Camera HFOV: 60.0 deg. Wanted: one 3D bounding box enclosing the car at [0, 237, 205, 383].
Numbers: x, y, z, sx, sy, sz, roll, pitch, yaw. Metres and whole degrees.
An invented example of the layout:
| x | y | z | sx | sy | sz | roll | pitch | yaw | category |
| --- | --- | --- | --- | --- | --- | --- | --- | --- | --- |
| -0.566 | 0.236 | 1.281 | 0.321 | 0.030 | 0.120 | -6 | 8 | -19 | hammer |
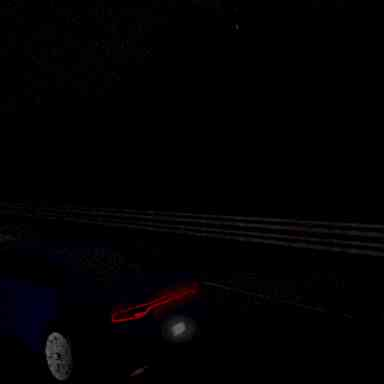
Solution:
| x | y | z | sx | sy | sz | roll | pitch | yaw | category |
| --- | --- | --- | --- | --- | --- | --- | --- | --- | --- |
| -2.160 | 1.479 | 5.423 | 5.008 | 1.535 | 1.882 | 0 | 0 | 36 | car |
